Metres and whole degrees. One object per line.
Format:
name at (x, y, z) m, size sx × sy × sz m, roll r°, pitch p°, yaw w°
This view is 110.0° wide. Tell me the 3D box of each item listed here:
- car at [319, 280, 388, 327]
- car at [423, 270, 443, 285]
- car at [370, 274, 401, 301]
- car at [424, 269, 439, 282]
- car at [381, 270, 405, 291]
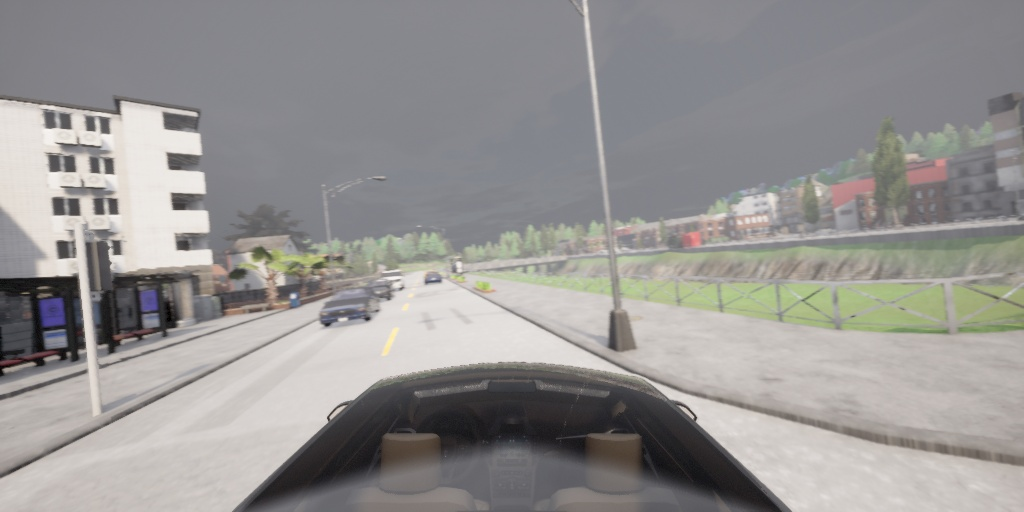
car at (-7.231, 2.161, 16.484) m, size 2.033 × 1.411 × 5.357 m, roll -6°, pitch 0°, yaw -14°
car at (-9.084, 2.523, 41.351) m, size 1.994 × 1.385 × 4.181 m, roll -6°, pitch 0°, yaw -13°
car at (-9.440, 2.395, 25.470) m, size 2.128 × 1.511 × 4.902 m, roll -6°, pitch 0°, yaw -14°
car at (-11.672, 2.775, 51.653) m, size 1.882 × 1.535 × 5.008 m, roll -6°, pitch 0°, yaw -14°
car at (-11.999, 2.461, 35.888) m, size 2.150 × 2.045 × 5.566 m, roll -6°, pitch 0°, yaw -13°
